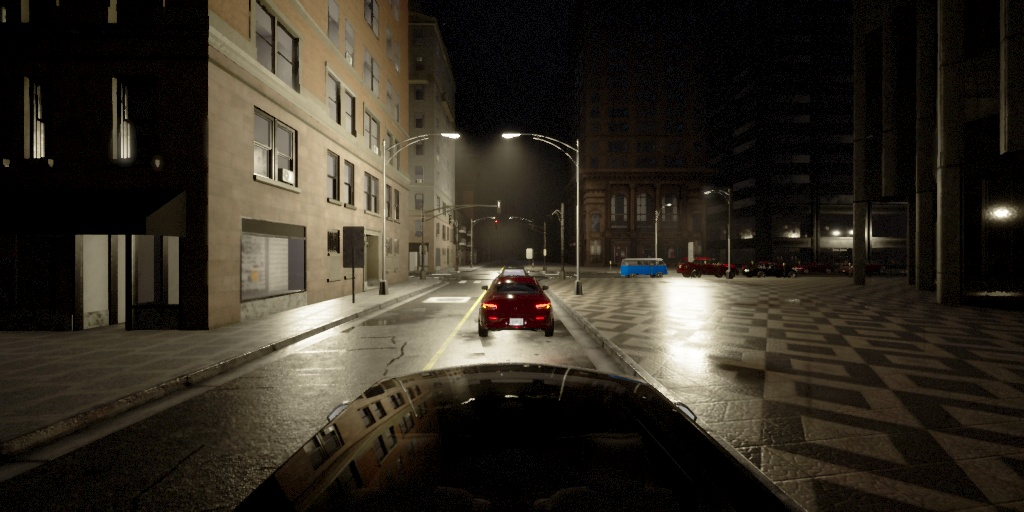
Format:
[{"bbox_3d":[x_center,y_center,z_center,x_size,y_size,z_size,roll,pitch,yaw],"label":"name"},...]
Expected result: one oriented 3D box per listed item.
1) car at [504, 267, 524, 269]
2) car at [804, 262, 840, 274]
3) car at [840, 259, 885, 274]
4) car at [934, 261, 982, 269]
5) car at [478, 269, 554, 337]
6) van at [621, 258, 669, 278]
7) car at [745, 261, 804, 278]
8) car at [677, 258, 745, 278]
[{"bbox_3d":[0.110,1.303,20.020,1.994,1.385,4.181,0,0,0],"label":"car"},{"bbox_3d":[34.199,1.331,40.821,4.207,1.307,1.802,0,0,-1],"label":"car"},{"bbox_3d":[39.838,1.185,40.904,4.097,1.591,1.967,0,0,-1],"label":"car"},{"bbox_3d":[39.940,1.190,32.379,4.097,1.591,1.967,0,0,-1],"label":"car"},{"bbox_3d":[0.095,1.271,10.148,1.812,1.442,4.674,0,0,0],"label":"car"},{"bbox_3d":[11.742,1.105,31.962,3.998,1.789,1.690,0,0,-1],"label":"van"},{"bbox_3d":[23.022,1.326,32.129,4.313,1.339,1.948,0,0,-1],"label":"car"},{"bbox_3d":[17.383,1.078,32.046,5.009,1.841,2.192,0,0,-1],"label":"car"}]
